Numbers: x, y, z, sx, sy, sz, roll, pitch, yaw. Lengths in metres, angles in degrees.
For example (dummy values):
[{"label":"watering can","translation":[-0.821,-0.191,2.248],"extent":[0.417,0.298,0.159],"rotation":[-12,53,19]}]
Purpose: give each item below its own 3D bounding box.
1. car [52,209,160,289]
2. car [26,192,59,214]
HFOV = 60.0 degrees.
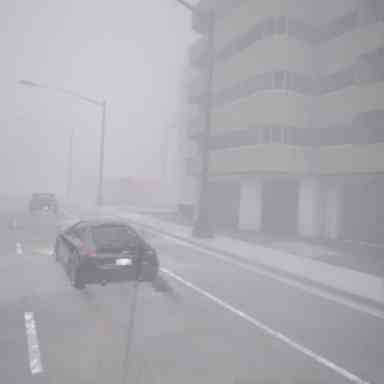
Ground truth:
[{"label":"car","translation":[-2.436,1.414,8.945],"extent":[1.994,1.385,4.181],"rotation":[3,0,-29]},{"label":"car","translation":[-11.059,0.768,24.653],"extent":[1.837,1.490,4.892],"rotation":[3,1,-29]}]
